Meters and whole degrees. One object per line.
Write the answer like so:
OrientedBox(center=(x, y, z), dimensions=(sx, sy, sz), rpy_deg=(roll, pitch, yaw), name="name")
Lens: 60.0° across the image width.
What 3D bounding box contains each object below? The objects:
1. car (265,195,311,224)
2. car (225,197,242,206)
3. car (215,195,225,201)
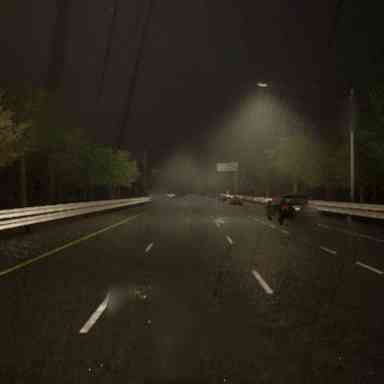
OrientedBox(center=(7.038, 1.230, 24.779), dimensions=(2.150, 2.045, 5.566), rpy_deg=(0, 0, 0), name="car")
OrientedBox(center=(7.176, 1.578, 55.086), dimensions=(2.033, 1.411, 5.357), rpy_deg=(0, 0, 0), name="car")
OrientedBox(center=(7.385, 1.583, 82.243), dimensions=(2.033, 1.411, 5.357), rpy_deg=(0, 0, 1), name="car")
